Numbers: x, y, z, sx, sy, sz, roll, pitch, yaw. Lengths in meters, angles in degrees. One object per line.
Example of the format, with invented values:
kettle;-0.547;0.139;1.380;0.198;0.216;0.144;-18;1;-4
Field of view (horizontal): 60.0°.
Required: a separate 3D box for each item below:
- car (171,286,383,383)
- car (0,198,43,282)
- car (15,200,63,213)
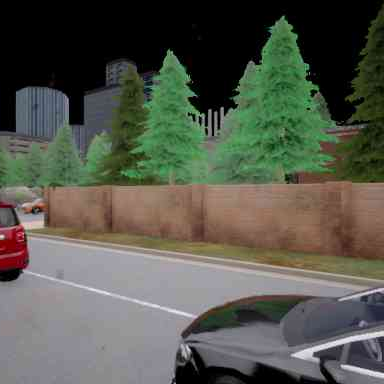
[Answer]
car;2.052;1.491;2.529;4.902;1.511;2.128;0;0;36
car;-6.420;1.221;8.540;5.566;2.045;2.150;0;0;36
car;-17.368;1.601;37.927;1.895;1.301;4.718;0;0;35
